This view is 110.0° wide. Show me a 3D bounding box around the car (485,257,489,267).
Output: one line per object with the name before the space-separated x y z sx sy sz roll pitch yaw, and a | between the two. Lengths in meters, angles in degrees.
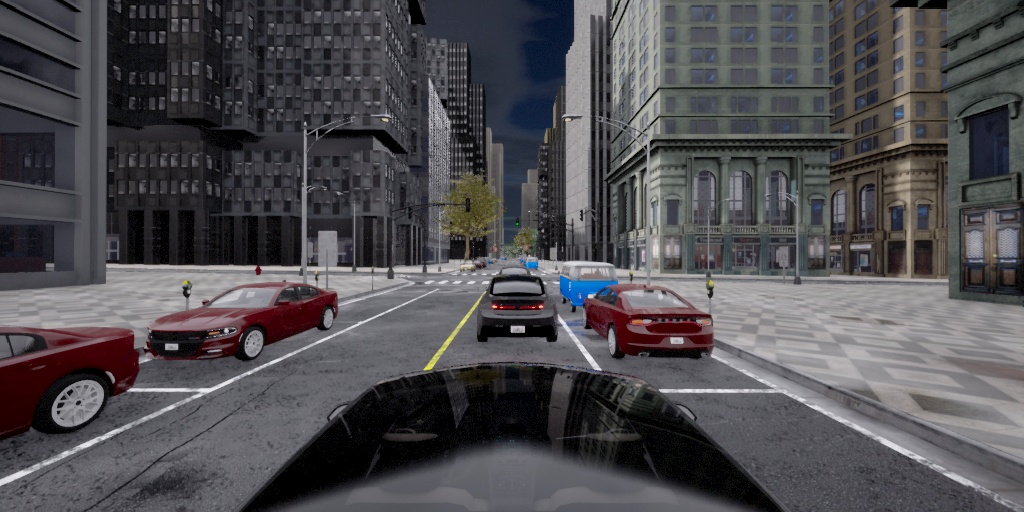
car | -5.625 1.102 62.286 2.192 1.841 5.009 0 0 0

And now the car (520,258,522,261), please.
car | 2.901 1.332 62.621 1.888 1.381 4.507 0 0 0

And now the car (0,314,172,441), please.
car | -5.776 1.295 2.799 1.888 1.381 4.507 0 0 0

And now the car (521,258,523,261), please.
car | 2.889 1.347 57.208 1.948 1.339 4.313 0 0 0

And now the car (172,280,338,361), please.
car | -5.765 1.296 8.324 1.888 1.381 4.507 0 0 0

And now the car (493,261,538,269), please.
car | 0.135 1.232 18.942 1.882 1.535 5.008 0 0 0

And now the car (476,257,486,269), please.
car | -5.637 1.326 56.997 1.888 1.381 4.507 0 0 0

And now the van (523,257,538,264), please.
van | 2.876 1.117 51.795 1.690 1.789 3.998 0 0 0

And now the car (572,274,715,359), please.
car | 2.790 1.296 8.286 1.888 1.381 4.507 0 0 0

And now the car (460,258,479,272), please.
car | -5.668 1.297 46.247 1.751 1.417 4.829 0 0 0

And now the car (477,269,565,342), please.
car | 0.119 1.256 9.763 1.837 1.490 4.892 0 0 0

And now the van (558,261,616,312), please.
van | 2.804 1.093 13.811 1.690 1.789 3.998 0 0 0
